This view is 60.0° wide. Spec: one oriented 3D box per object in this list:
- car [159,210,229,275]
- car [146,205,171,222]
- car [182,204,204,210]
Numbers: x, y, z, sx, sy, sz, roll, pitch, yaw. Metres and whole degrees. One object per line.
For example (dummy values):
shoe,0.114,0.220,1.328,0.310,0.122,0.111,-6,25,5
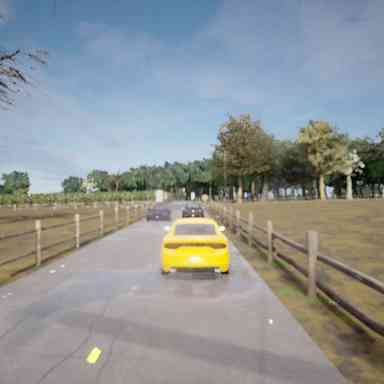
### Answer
car,0.091,1.591,10.926,1.882,1.535,5.008,0,0,0
car,-2.840,1.864,29.163,1.994,1.385,4.181,0,-1,0
car,0.101,1.805,30.489,2.128,1.511,4.902,0,-1,0
